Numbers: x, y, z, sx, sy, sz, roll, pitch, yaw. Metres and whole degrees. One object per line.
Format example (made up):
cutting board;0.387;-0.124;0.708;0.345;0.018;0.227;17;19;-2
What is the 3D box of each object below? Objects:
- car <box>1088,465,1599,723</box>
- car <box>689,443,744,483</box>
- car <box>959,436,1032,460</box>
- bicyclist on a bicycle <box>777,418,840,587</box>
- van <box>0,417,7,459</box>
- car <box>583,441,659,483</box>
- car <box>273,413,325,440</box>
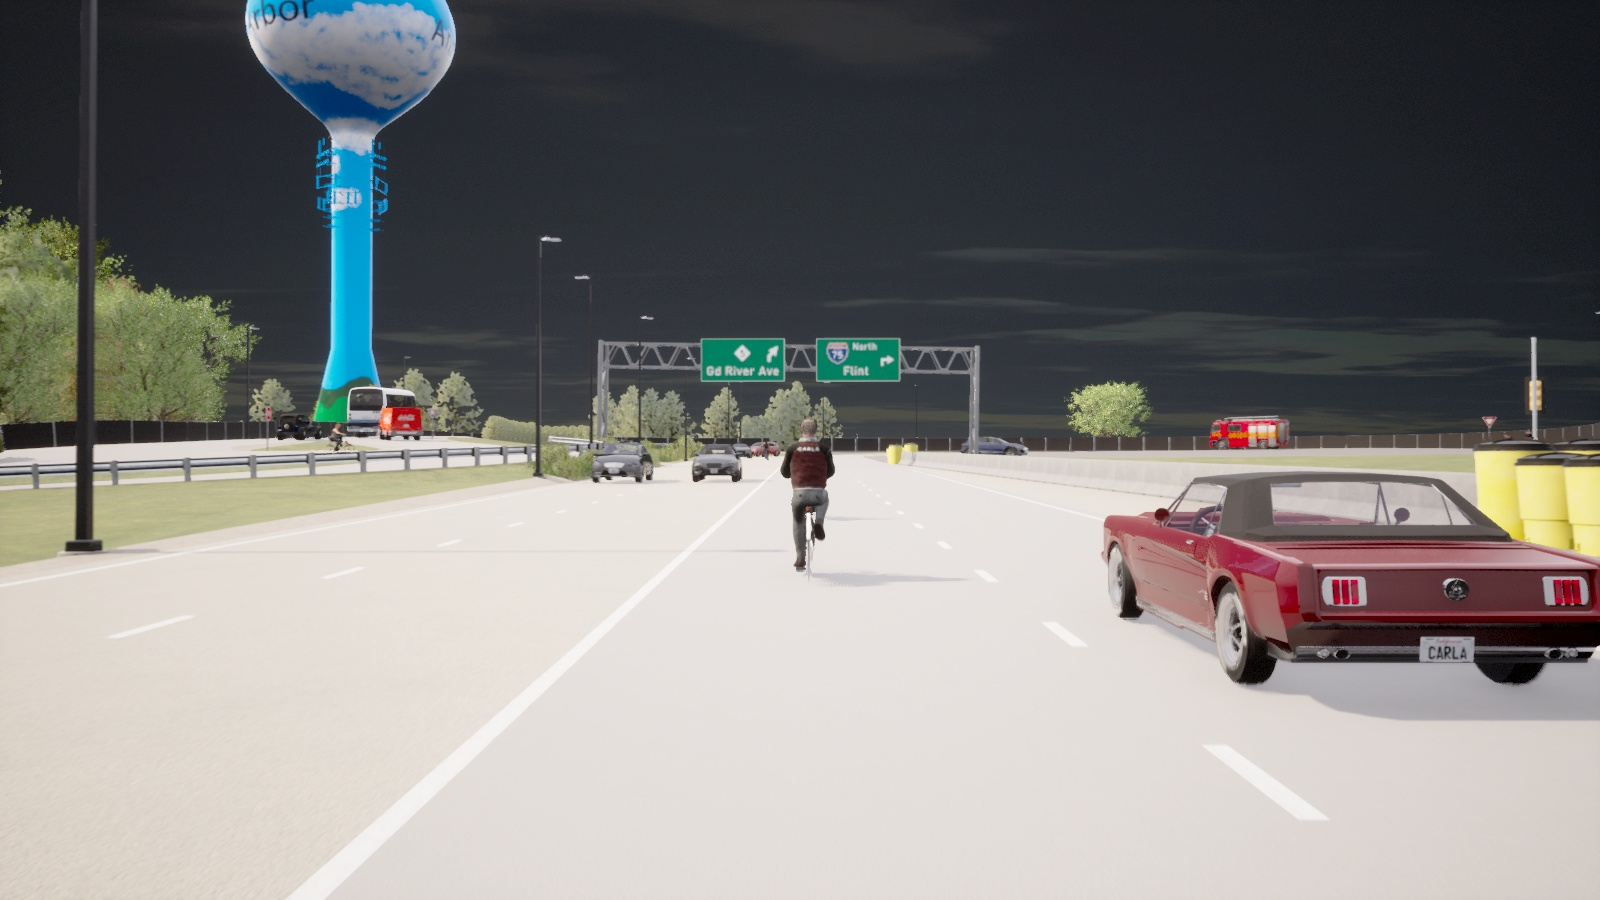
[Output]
car;3.567;0.802;9.095;1.895;1.301;4.718;0;0;0
car;-3.207;0.485;48.778;1.816;1.474;4.193;0;0;0
car;14.141;-0.150;91.039;4.856;1.649;2.033;-1;-1;24
bicyclist on a bicycle;0.096;0.543;14.068;0.659;1.776;1.843;0;0;0
van;-39.785;-0.473;59.349;1.775;1.987;4.442;0;3;0
car;-6.714;0.429;47.628;2.128;1.511;4.902;0;0;0
car;-36.107;-1.721;90.604;1.905;1.878;3.866;0;1;7
